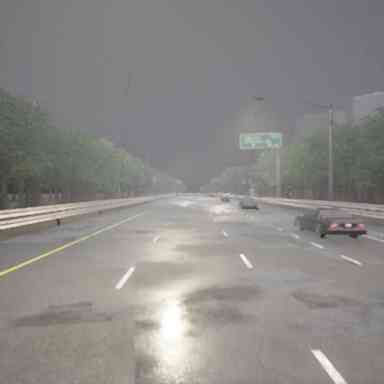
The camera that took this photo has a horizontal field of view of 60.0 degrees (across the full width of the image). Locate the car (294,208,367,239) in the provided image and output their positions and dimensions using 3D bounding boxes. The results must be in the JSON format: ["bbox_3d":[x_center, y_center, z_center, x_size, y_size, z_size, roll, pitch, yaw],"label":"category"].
[{"bbox_3d":[7.023,1.548,17.435,2.033,1.411,5.357,0,0,0],"label":"car"}]

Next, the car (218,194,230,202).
[{"bbox_3d":[7.259,1.477,73.833,1.812,1.442,4.674,0,0,0],"label":"car"}]

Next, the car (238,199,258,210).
[{"bbox_3d":[7.115,1.550,42.567,1.994,1.385,4.181,0,0,0],"label":"car"}]
